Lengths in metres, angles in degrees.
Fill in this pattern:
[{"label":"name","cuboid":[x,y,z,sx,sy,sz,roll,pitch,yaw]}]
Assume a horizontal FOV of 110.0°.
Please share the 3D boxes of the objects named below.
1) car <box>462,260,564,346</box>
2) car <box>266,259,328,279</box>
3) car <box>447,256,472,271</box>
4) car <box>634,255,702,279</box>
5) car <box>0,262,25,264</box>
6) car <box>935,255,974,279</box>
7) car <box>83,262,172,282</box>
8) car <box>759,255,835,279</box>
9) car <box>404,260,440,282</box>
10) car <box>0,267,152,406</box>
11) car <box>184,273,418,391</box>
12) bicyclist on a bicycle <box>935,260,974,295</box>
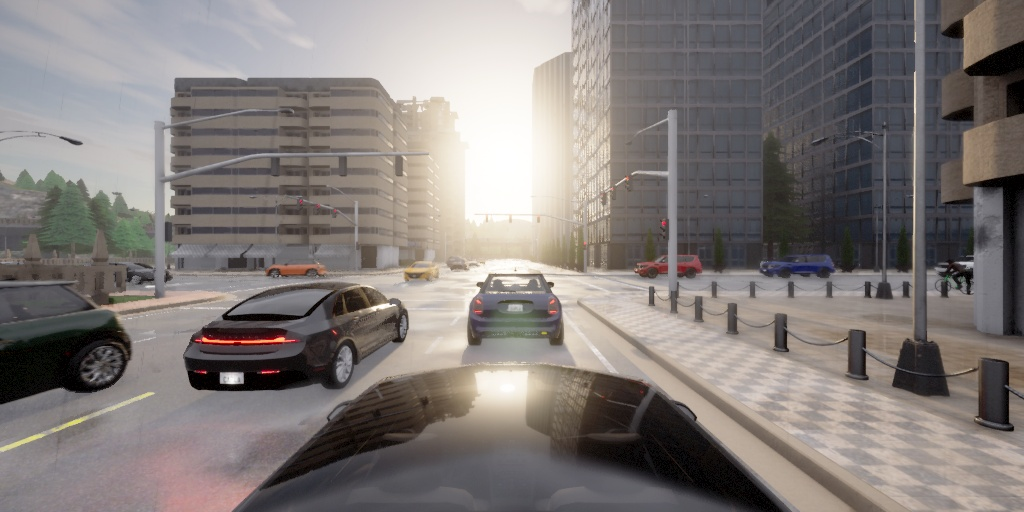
[{"label":"car","cuboid":[0.090,1.102,9.603,2.097,1.767,4.553,0,0,0]},{"label":"car","cuboid":[-19.001,1.046,31.741,4.553,1.767,2.097,0,0,-6]},{"label":"car","cuboid":[-7.043,1.103,48.376,2.097,1.767,4.553,0,0,0]},{"label":"car","cuboid":[13.707,0.917,31.536,5.566,2.045,2.150,0,0,0]},{"label":"car","cuboid":[-36.408,1.199,26.247,4.892,1.490,1.837,0,0,15]},{"label":"car","cuboid":[40.677,0.918,31.328,5.566,2.045,2.150,0,0,2]},{"label":"car","cuboid":[-26.505,1.199,24.902,4.892,1.490,1.837,0,0,4]},{"label":"car","cuboid":[24.963,0.916,31.459,5.566,2.045,2.150,0,0,1]},{"label":"car","cuboid":[-7.075,1.195,28.491,1.882,1.535,5.008,0,0,0]},{"label":"car","cuboid":[-7.098,1.102,3.706,2.097,1.767,4.553,0,0,0]},{"label":"car","cuboid":[-3.427,1.255,6.831,1.837,1.490,4.892,0,0,0]},{"label":"bicyclist on a bicycle","cuboid":[21.018,0.996,17.004,0.582,1.620,1.656,0,0,0]}]
